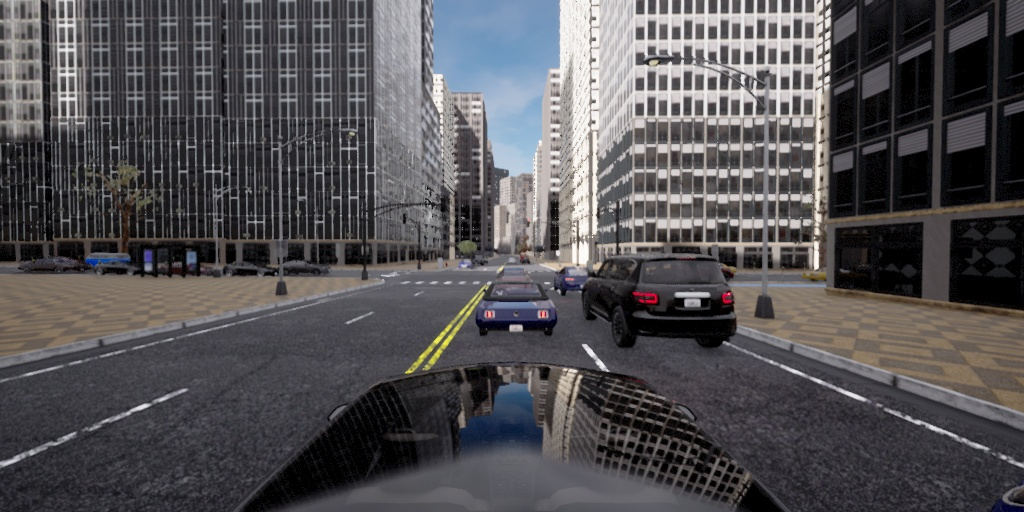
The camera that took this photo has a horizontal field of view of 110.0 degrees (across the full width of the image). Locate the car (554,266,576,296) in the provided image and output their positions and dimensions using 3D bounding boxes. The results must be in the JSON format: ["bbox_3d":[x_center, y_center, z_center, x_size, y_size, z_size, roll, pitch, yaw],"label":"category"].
[{"bbox_3d":[3.334,1.252,19.040,1.812,1.442,4.674,0,0,0],"label":"car"}]

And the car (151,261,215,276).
[{"bbox_3d":[-28.444,1.113,31.416,4.207,1.307,1.802,0,0,1],"label":"car"}]

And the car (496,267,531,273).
[{"bbox_3d":[0.086,1.290,19.047,1.994,1.385,4.181,0,0,0],"label":"car"}]

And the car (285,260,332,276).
[{"bbox_3d":[-19.594,1.092,33.938,4.674,1.442,1.812,1,1,0],"label":"car"}]

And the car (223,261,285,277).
[{"bbox_3d":[-22.760,1.149,31.289,4.313,1.339,1.948,0,0,1],"label":"car"}]

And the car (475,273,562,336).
[{"bbox_3d":[0.094,1.340,10.310,1.895,1.301,4.718,0,0,0],"label":"car"}]

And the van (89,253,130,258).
[{"bbox_3d":[-45.324,0.573,40.233,3.998,1.789,1.690,0,0,1],"label":"van"}]

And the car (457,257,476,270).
[{"bbox_3d":[-6.636,1.199,51.677,1.812,1.442,4.674,0,0,-1],"label":"car"}]

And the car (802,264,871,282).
[{"bbox_3d":[27.614,1.555,30.614,4.829,1.417,1.751,0,0,1],"label":"car"}]

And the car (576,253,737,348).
[{"bbox_3d":[3.344,0.962,9.348,2.150,2.045,5.566,0,0,0],"label":"car"}]

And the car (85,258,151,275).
[{"bbox_3d":[-34.125,1.044,31.584,4.313,1.339,1.948,0,0,1],"label":"car"}]

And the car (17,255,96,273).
[{"bbox_3d":[-43.862,0.892,34.422,5.357,1.411,2.033,0,1,1],"label":"car"}]
